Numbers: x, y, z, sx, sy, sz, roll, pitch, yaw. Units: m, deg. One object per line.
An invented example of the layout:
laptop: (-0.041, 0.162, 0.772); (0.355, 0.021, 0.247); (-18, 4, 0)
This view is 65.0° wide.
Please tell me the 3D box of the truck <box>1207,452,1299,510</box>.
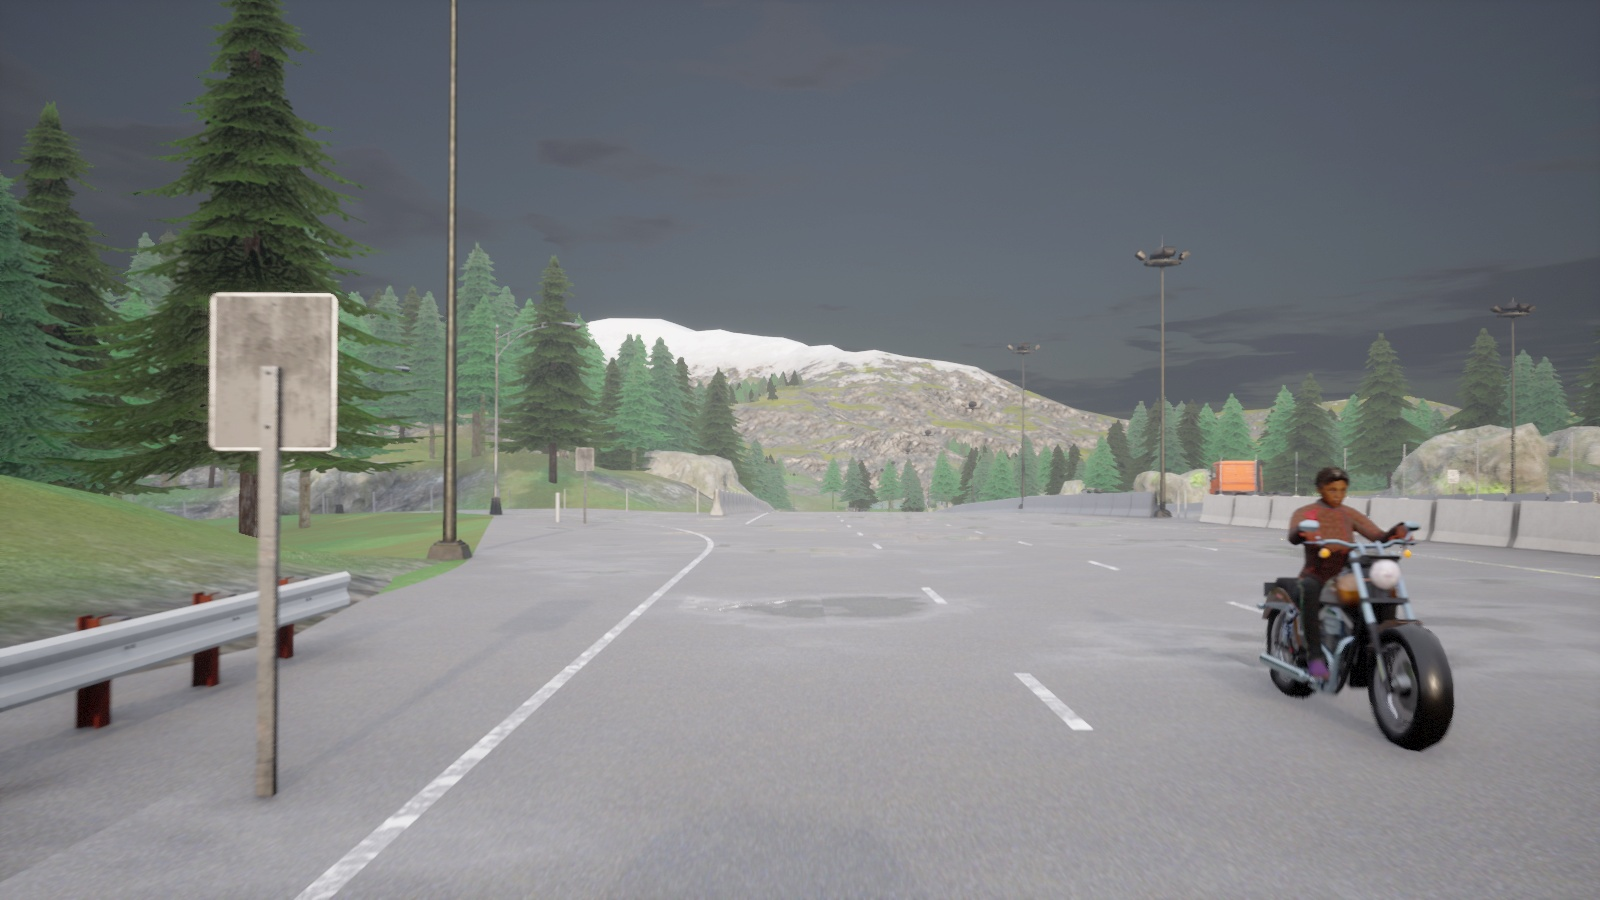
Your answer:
truck: (28.226, 2.032, 78.713); (2.891, 3.462, 7.936); (0, -3, 1)

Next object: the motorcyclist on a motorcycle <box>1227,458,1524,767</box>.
motorcyclist on a motorcycle: (3.478, 0.883, 7.896); (0.766, 1.649, 2.350); (0, -1, 0)
